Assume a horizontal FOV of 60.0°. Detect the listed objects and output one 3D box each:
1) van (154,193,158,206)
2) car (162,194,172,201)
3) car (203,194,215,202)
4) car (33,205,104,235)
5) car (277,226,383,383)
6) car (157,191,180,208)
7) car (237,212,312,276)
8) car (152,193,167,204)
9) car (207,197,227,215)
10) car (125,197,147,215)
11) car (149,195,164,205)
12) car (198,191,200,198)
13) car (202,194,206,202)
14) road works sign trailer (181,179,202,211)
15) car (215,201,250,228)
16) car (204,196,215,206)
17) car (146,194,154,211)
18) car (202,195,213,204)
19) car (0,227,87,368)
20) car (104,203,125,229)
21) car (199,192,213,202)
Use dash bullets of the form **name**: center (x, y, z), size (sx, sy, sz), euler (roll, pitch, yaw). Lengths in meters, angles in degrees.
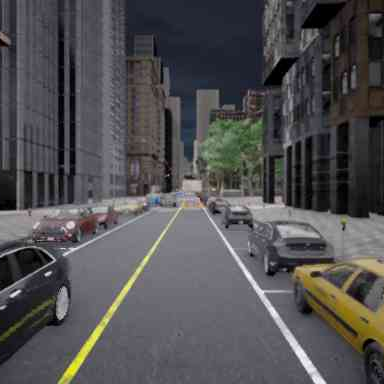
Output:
- **van**: center (-5.768, 1.153, 48.459), size (1.690, 1.788, 3.998), euler (0, 0, 0)
- **car**: center (-5.771, 1.259, 75.899), size (1.947, 1.339, 4.313), euler (0, 0, 0)
- **car**: center (2.758, 1.358, 43.131), size (1.752, 1.417, 4.829), euler (0, 0, 0)
- **car**: center (-5.765, 1.386, 15.533), size (1.967, 1.590, 4.097), euler (0, 0, 0)
- **car**: center (2.762, 1.508, 4.723), size (1.752, 1.417, 4.829), euler (0, 0, 0)
- **car**: center (-3.082, 1.179, 44.665), size (2.097, 1.767, 4.553), euler (0, 0, 0)
- **car**: center (2.761, 1.515, 10.040), size (2.008, 1.369, 4.403), euler (0, 0, 0)
- **car**: center (-5.770, 1.082, 59.434), size (2.192, 1.841, 5.009), euler (0, 0, 0)
- **car**: center (2.759, 1.445, 31.988), size (1.947, 1.339, 4.313), euler (0, 0, 0)
- **car**: center (-5.766, 1.406, 31.827), size (1.752, 1.417, 4.829), euler (0, 0, 0)
- **car**: center (-5.769, 1.230, 53.947), size (1.967, 1.590, 4.097), euler (0, 0, 0)
- **car**: center (2.756, 1.058, 64.906), size (2.192, 1.841, 5.009), euler (0, 0, 0)
- **car**: center (2.757, 1.393, 48.448), size (1.802, 1.307, 4.206), euler (0, 0, 0)
- **road works sign trailer**: center (-0.004, 0.320, 37.765), size (2.380, 3.560, 2.880), euler (0, 0, 0)
- **car**: center (2.760, 1.474, 21.014), size (2.008, 1.369, 4.403), euler (0, 0, 0)
- **car**: center (2.758, 1.422, 37.474), size (1.947, 1.339, 4.313), euler (0, 0, 0)
- **car**: center (-5.767, 1.297, 37.484), size (1.967, 1.590, 4.097), euler (0, 0, 0)
- **car**: center (2.756, 1.291, 59.591), size (1.752, 1.417, 4.829), euler (0, 0, 0)
- **car**: center (-3.091, 1.491, 4.245), size (1.837, 1.490, 4.892), euler (0, 0, 0)
- **car**: center (-5.765, 1.507, 21.021), size (1.802, 1.307, 4.206), euler (0, 0, 0)
- **car**: center (2.756, 1.104, 53.933), size (2.192, 1.841, 5.009), euler (0, 0, 0)
